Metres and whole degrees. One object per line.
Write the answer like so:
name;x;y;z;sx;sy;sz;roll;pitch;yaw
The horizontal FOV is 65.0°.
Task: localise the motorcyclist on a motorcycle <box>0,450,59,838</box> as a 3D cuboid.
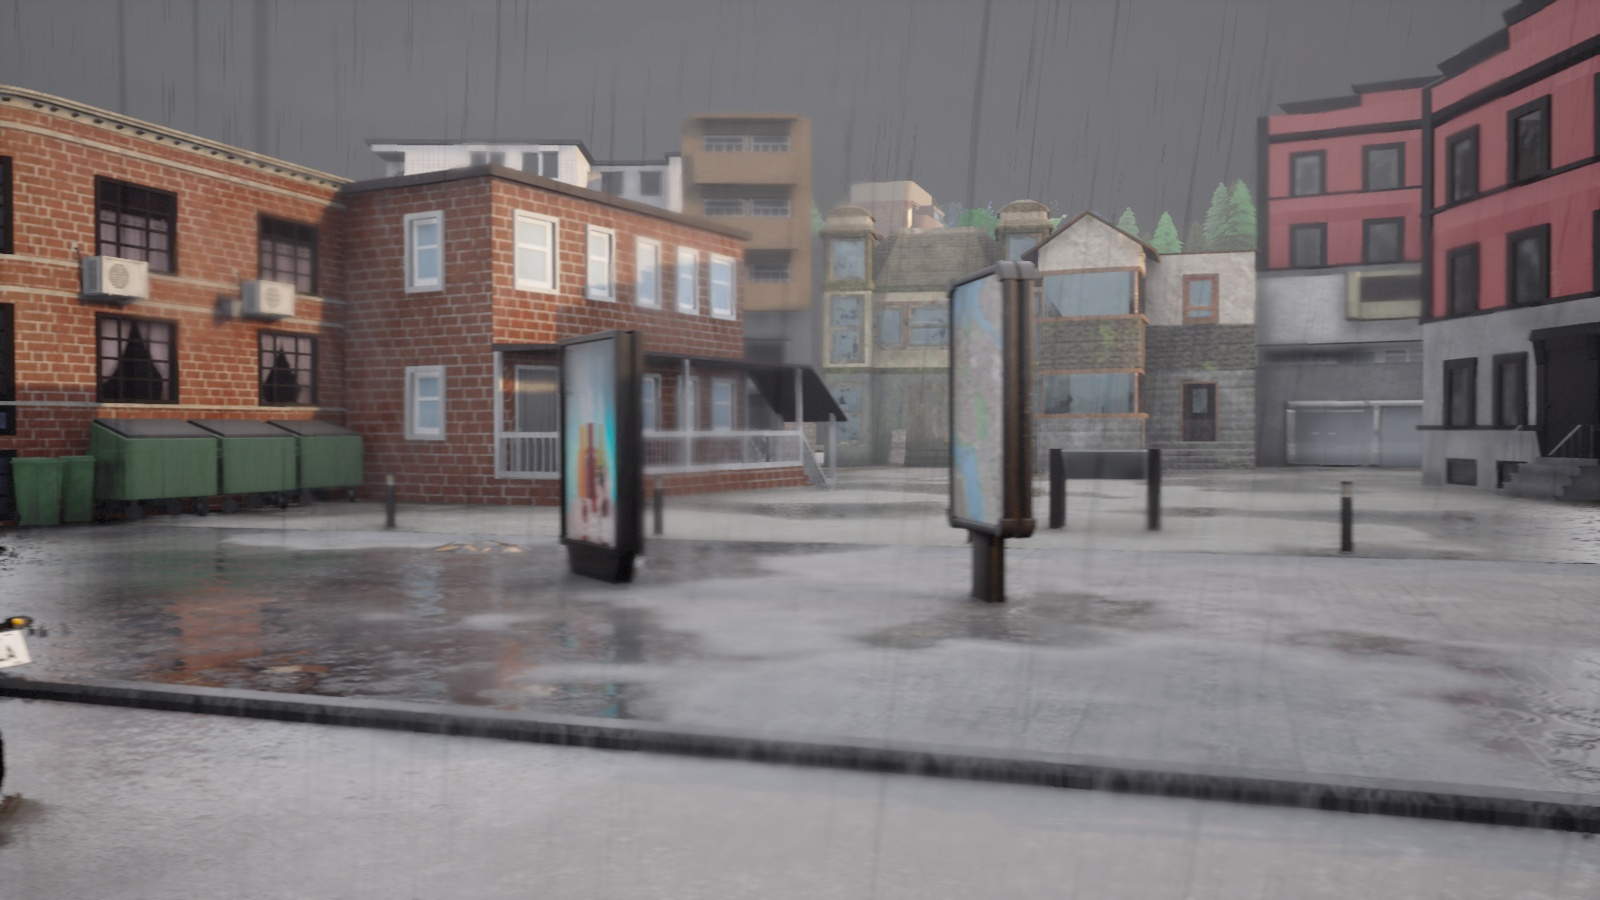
motorcyclist on a motorcycle;-4.256;0.763;5.151;2.191;1.530;0.866;1;1;19
